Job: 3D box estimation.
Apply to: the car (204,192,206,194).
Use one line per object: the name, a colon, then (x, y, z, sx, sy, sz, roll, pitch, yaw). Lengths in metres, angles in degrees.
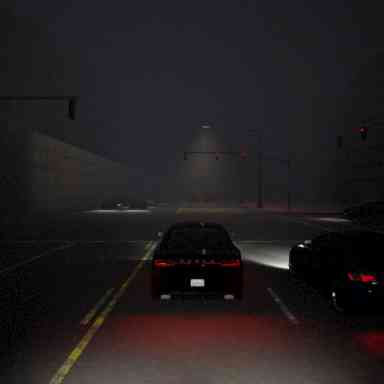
car: (3.863, 1.412, 83.026, 2.128, 1.511, 4.902, 0, 0, 0)

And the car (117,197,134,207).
car: (-10.355, 1.525, 52.036, 1.812, 1.442, 4.674, 0, 0, 0)

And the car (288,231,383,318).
car: (3.606, 1.564, 7.462, 1.994, 1.385, 4.181, 0, 0, 0)

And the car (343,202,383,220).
car: (14.884, 1.525, 27.167, 4.674, 1.442, 1.812, 0, 0, 1)

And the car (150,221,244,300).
car: (0.106, 1.478, 8.443, 1.882, 1.535, 5.008, 0, 0, 0)

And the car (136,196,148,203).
car: (-10.211, 1.564, 68.170, 1.994, 1.385, 4.181, 0, 0, 0)

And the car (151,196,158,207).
car: (-6.853, 1.525, 52.034, 1.812, 1.442, 4.674, 0, 0, 0)

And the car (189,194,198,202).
car: (0.319, 1.515, 73.040, 1.812, 1.442, 4.674, 0, 0, 0)

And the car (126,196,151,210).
car: (-6.904, 1.564, 43.277, 1.994, 1.385, 4.181, 0, 0, 0)

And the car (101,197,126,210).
car: (-10.405, 1.564, 43.237, 1.994, 1.385, 4.181, 0, 0, 0)

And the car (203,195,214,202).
car: (3.819, 1.515, 73.025, 1.812, 1.442, 4.674, 0, 0, 0)

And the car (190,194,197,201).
car: (0.363, 1.365, 83.042, 1.882, 1.535, 5.008, 0, 0, 0)

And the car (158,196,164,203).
car: (-6.711, 1.506, 68.165, 1.837, 1.490, 4.892, 0, 0, 0)
